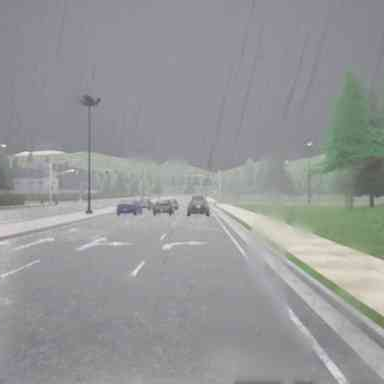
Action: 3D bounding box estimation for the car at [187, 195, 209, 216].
[{"bbox_3d":[0.625,1.462,33.520,2.097,1.767,4.553,0,0,1],"label":"car"}]

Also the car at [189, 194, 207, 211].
[{"bbox_3d":[0.761,1.366,44.315,2.150,2.045,5.566,0,0,1],"label":"car"}]

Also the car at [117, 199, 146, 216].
[{"bbox_3d":[-6.398,1.589,34.446,1.882,1.535,5.008,0,0,1],"label":"car"}]

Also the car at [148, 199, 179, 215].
[{"bbox_3d":[-2.893,1.604,34.643,2.128,1.511,4.902,0,0,1],"label":"car"}]

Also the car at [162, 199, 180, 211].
[{"bbox_3d":[-2.798,1.693,44.747,2.033,1.411,5.357,0,0,1],"label":"car"}]

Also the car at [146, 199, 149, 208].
[{"bbox_3d":[-6.297,1.692,44.844,2.033,1.411,5.357,0,0,1],"label":"car"}]
